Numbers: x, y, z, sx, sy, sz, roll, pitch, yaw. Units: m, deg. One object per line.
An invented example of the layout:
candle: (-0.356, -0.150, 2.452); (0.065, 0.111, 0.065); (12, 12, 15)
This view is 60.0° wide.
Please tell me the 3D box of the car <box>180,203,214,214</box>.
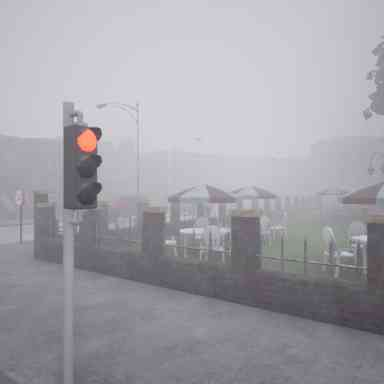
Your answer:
car: (0.312, 1.222, 35.606); (2.150, 2.045, 5.566); (0, 0, 34)

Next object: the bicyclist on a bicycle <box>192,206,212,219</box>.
bicyclist on a bicycle: (0.664, 1.340, 21.467); (1.656, 1.620, 0.582); (0, 0, 36)

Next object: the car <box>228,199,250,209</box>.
car: (6.646, 1.527, 43.585); (4.674, 1.442, 1.812); (0, 0, -43)

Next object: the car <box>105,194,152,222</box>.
car: (-5.660, 1.221, 27.075); (2.150, 2.045, 5.566); (0, 0, 35)
